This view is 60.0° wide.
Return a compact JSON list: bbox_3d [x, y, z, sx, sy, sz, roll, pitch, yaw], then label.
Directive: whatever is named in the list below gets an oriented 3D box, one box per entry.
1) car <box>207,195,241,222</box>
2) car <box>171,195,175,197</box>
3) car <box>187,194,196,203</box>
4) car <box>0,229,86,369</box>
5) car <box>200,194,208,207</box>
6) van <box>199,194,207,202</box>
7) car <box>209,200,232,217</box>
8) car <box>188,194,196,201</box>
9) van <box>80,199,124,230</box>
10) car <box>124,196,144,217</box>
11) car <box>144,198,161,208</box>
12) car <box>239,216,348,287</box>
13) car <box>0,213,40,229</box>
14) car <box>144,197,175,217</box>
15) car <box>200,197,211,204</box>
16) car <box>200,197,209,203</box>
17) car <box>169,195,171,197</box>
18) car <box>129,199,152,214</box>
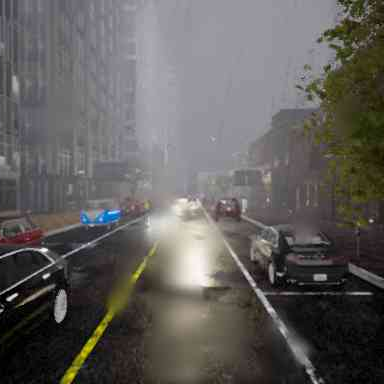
[{"bbox_3d":[2.679,1.344,26.506,2.192,1.841,5.009,-1,0,0],"label":"car"},{"bbox_3d":[-5.693,1.539,92.934,1.967,1.590,4.097,-1,0,0],"label":"car"},{"bbox_3d":[0.008,1.598,72.352,1.812,1.442,4.674,0,0,0],"label":"car"},{"bbox_3d":[-3.086,1.511,4.171,1.837,1.490,4.892,0,0,0],"label":"car"},{"bbox_3d":[2.681,1.373,54.179,2.192,1.841,5.009,-1,0,0],"label":"car"},{"bbox_3d":[2.684,1.427,81.850,1.690,1.788,3.998,-1,0,0],"label":"van"},{"bbox_3d":[2.683,1.560,32.210,1.752,1.417,4.829,-1,0,0],"label":"car"},{"bbox_3d":[0.009,1.271,82.287,2.097,1.767,4.553,0,0,0],"label":"car"},{"bbox_3d":[-5.702,1.365,20.981,1.690,1.788,3.998,-1,0,0],"label":"van"},{"bbox_3d":[-5.701,1.350,32.051,2.192,1.841,5.009,-1,0,0],"label":"car"},{"bbox_3d":[-5.696,1.597,48.655,1.887,1.381,4.507,-1,0,0],"label":"car"},{"bbox_3d":[2.692,1.561,9.166,2.008,1.369,4.403,-1,0,0],"label":"car"},{"bbox_3d":[-5.713,1.451,9.184,1.967,1.590,4.097,-1,0,0],"label":"car"},{"bbox_3d":[-3.002,1.528,32.399,2.128,1.511,4.902,0,0,0],"label":"car"},{"bbox_3d":[2.686,1.635,65.247,1.947,1.339,4.313,-1,0,0],"label":"car"},{"bbox_3d":[2.687,1.657,70.781,1.802,1.307,4.206,-1,0,0],"label":"car"},{"bbox_3d":[-5.695,1.595,65.089,1.752,1.417,4.829,-1,0,0],"label":"car"},{"bbox_3d":[-5.697,1.566,37.416,1.752,1.417,4.829,-1,0,0],"label":"car"}]
